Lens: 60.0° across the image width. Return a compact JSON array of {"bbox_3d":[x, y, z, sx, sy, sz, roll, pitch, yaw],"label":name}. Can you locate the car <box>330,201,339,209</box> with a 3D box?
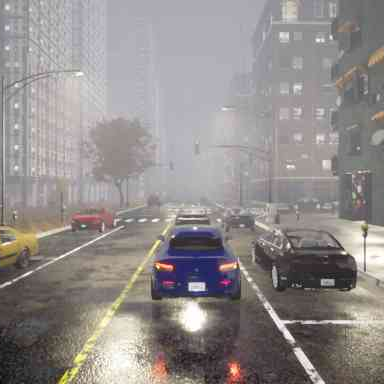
[{"bbox_3d":[18.749,1.259,39.310,4.829,1.417,1.752,-1,1,-1],"label":"car"}]

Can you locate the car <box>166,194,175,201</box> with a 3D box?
[{"bbox_3d":[-5.867,1.409,90.850,2.192,1.841,5.009,0,0,0],"label":"car"}]

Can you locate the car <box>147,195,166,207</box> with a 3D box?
[{"bbox_3d":[-5.791,1.349,52.190,2.192,1.841,5.009,0,0,0],"label":"car"}]

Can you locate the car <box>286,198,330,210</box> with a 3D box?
[{"bbox_3d":[13.352,1.359,39.245,4.403,1.369,2.008,-1,1,-1],"label":"car"}]

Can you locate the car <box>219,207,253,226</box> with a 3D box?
[{"bbox_3d":[2.654,1.555,19.818,2.008,1.369,4.403,0,0,0],"label":"car"}]

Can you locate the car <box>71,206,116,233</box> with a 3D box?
[{"bbox_3d":[-5.726,1.549,19.802,1.887,1.381,4.507,0,0,0],"label":"car"}]

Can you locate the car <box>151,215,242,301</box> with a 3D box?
[{"bbox_3d":[0.078,1.526,8.232,1.812,1.442,4.674,0,0,0],"label":"car"}]

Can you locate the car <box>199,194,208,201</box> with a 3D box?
[{"bbox_3d":[2.547,1.629,74.298,1.947,1.339,4.313,0,0,0],"label":"car"}]

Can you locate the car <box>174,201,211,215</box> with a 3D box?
[{"bbox_3d":[0.045,1.495,18.334,2.128,1.511,4.902,0,0,0],"label":"car"}]

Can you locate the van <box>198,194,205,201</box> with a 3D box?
[{"bbox_3d":[2.524,1.424,85.344,1.690,1.788,3.998,0,0,0],"label":"van"}]

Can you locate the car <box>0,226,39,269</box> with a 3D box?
[{"bbox_3d":[-5.704,1.526,8.566,1.752,1.417,4.829,0,0,0],"label":"car"}]

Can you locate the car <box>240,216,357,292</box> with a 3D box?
[{"bbox_3d":[2.676,1.551,8.752,2.008,1.369,4.403,0,0,0],"label":"car"}]

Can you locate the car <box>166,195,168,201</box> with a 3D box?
[{"bbox_3d":[-5.802,1.607,57.713,1.947,1.339,4.313,0,0,0],"label":"car"}]

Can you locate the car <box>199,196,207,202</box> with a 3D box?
[{"bbox_3d":[2.535,1.598,79.990,1.752,1.417,4.829,0,0,0],"label":"car"}]

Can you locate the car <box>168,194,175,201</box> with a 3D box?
[{"bbox_3d":[-5.856,1.649,85.328,1.947,1.339,4.313,0,0,0],"label":"car"}]
